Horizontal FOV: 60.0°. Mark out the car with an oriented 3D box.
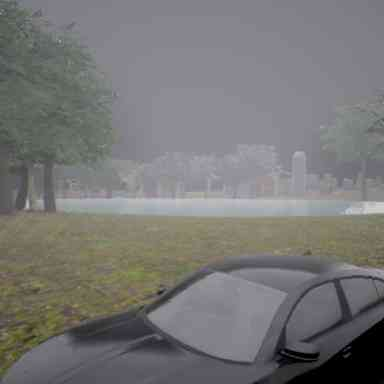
[{"bbox_3d":[0.754,1.479,3.551,5.008,1.535,1.882,0,0,-37],"label":"car"}]
